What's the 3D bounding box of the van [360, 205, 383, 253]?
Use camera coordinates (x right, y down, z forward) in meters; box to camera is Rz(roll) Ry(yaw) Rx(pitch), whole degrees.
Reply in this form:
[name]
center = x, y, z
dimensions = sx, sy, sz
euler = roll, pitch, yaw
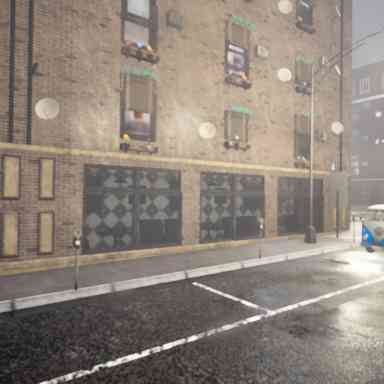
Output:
[van]
center = 7.819, 1.339, 12.229
dimensions = 3.998, 1.788, 1.690
euler = 0, 1, -36
